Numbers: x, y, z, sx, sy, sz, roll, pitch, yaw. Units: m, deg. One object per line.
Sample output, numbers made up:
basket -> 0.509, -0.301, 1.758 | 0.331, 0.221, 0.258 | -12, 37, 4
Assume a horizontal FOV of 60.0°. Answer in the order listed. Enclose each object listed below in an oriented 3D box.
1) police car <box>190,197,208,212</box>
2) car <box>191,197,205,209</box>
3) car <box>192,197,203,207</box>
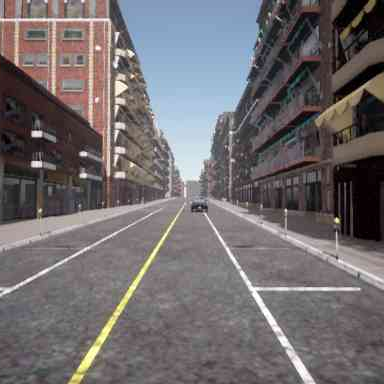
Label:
police car -> 0.825, 1.489, 38.645 | 1.930, 1.638, 5.238 | 0, 0, 0
car -> 0.825, 1.578, 48.539 | 1.882, 1.535, 5.008 | 0, 0, 0
car -> 0.825, 1.590, 54.732 | 1.801, 1.575, 5.366 | 0, 0, 0
